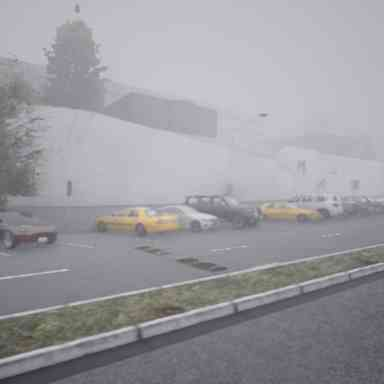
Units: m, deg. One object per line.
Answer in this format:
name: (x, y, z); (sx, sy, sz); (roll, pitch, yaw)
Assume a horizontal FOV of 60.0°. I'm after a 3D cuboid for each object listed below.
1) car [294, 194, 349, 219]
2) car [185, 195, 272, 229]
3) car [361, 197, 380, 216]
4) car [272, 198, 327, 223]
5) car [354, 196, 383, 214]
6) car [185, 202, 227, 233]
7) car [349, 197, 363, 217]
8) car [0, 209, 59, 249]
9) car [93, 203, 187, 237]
car: (9.176, 1.180, 26.814); (5.566, 2.045, 2.435); (-1, 0, 35)
car: (1.890, 1.234, 21.564); (5.566, 2.045, 2.435); (-1, -1, 35)
car: (14.100, 1.414, 30.288); (4.674, 1.452, 2.002); (-1, -1, 35)
car: (6.909, 1.447, 24.954); (5.366, 1.575, 1.946); (-1, -1, 35)
car: (16.516, 1.208, 32.044); (4.553, 1.767, 2.185); (-1, -1, 35)
car: (-0.585, 1.530, 19.836); (4.674, 1.452, 2.002); (-1, -1, 35)
car: (11.623, 1.432, 28.553); (4.792, 1.488, 2.163); (-1, 0, 35)
car: (-7.897, 1.523, 14.593); (4.792, 1.488, 2.163); (-1, -1, 35)
car: (-3.186, 1.494, 18.190); (5.366, 1.575, 1.946); (-1, 0, 35)
